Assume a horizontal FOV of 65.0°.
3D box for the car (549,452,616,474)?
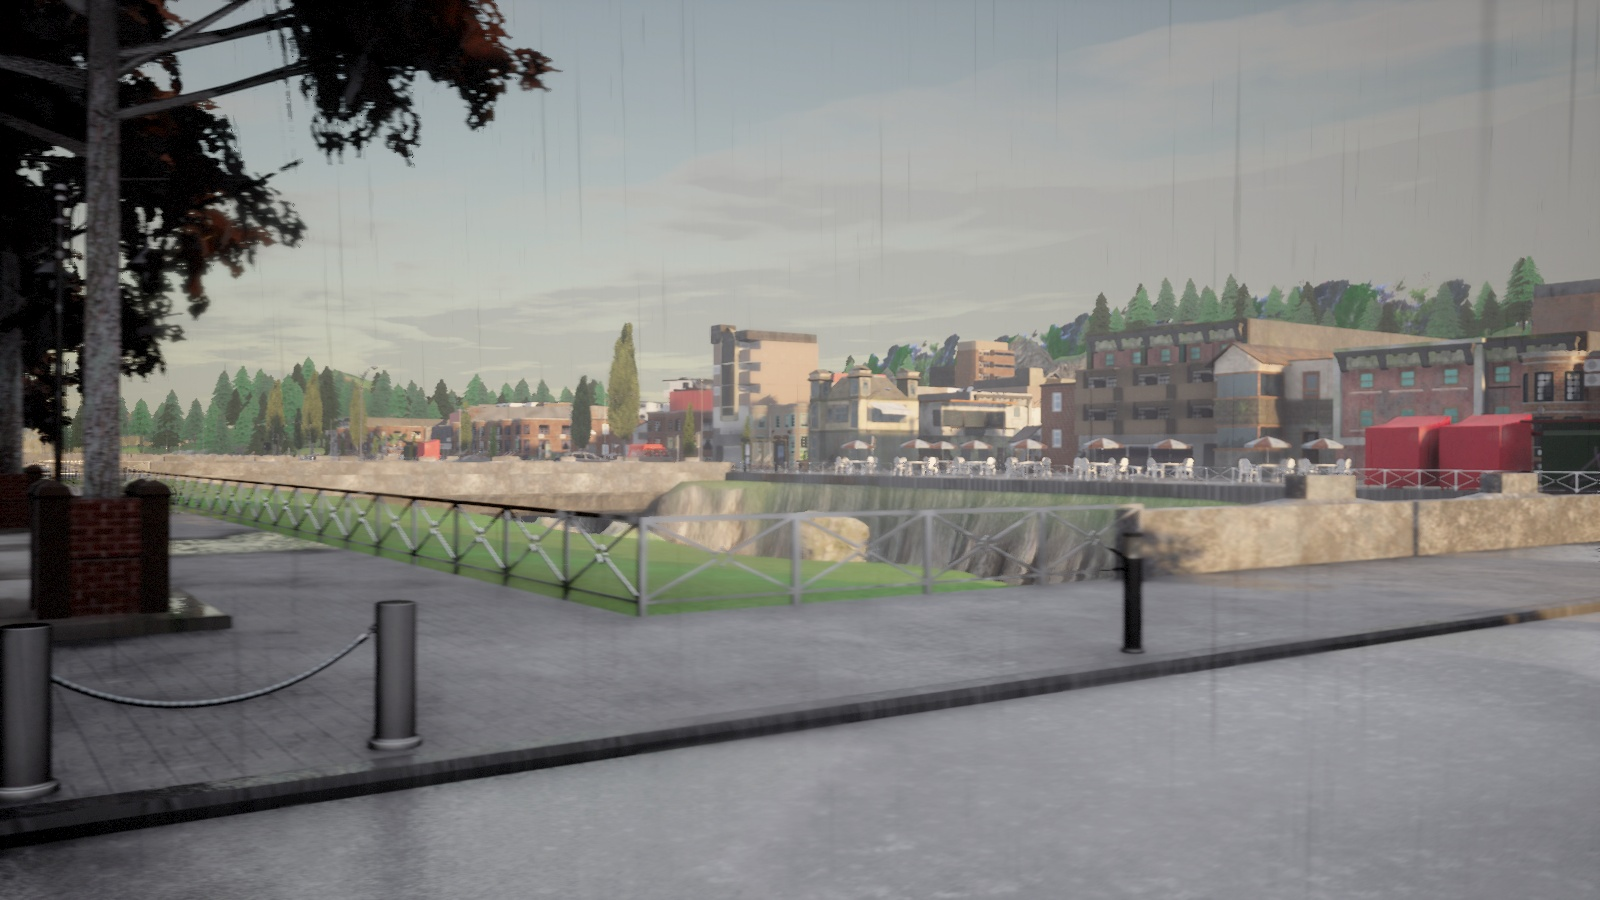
[{"bbox_3d":[-16.919,0.966,97.769,4.611,1.667,2.242,0,0,-35],"label":"car"}]
